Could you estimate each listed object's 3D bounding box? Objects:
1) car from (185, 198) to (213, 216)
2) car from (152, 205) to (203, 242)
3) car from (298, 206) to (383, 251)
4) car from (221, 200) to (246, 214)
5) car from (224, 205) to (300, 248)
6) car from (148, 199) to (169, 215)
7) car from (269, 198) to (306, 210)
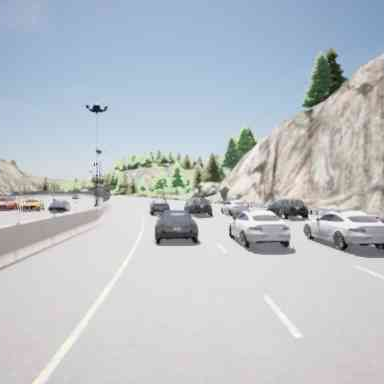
[{"bbox_3d":[0.525,1.359,32.184,2.097,1.767,4.553,0,0,-10],"label":"car"},{"bbox_3d":[-0.832,1.570,16.437,1.994,1.385,4.181,0,0,-5],"label":"car"},{"bbox_3d":[6.413,1.516,14.065,1.812,1.442,4.674,0,0,-4],"label":"car"},{"bbox_3d":[4.124,1.525,32.028,1.812,1.442,4.674,0,0,-10],"label":"car"},{"bbox_3d":[2.853,1.523,14.700,1.812,1.442,4.674,0,0,-5],"label":"car"},{"bbox_3d":[-3.362,1.507,34.042,2.128,1.511,4.902,0,0,-11],"label":"car"},{"bbox_3d":[8.175,1.342,28.863,2.097,1.767,4.553,0,0,-9],"label":"car"}]
